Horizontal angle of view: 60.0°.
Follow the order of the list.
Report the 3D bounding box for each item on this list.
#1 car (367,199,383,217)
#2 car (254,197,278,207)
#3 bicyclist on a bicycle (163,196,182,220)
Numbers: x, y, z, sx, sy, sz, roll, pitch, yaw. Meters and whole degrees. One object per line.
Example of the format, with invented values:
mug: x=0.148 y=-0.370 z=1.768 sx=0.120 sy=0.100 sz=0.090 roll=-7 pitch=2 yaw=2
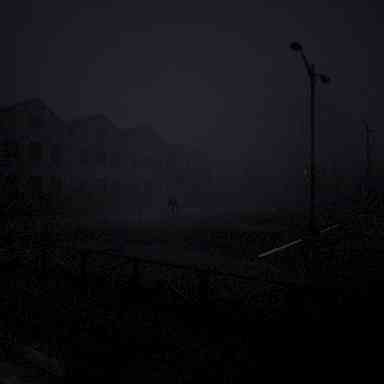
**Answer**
car: x=15.442 y=1.298 z=26.798 sx=2.007 sy=1.523 sz=4.514 roll=0 pitch=0 yaw=35
car: x=10.440 y=1.356 z=46.668 sx=2.033 sy=1.411 sz=5.357 roll=0 pitch=0 yaw=32
bicyclist on a bicycle: x=-1.376 y=1.109 z=23.031 sx=1.656 sy=1.620 sz=0.582 roll=0 pitch=0 yaw=35
